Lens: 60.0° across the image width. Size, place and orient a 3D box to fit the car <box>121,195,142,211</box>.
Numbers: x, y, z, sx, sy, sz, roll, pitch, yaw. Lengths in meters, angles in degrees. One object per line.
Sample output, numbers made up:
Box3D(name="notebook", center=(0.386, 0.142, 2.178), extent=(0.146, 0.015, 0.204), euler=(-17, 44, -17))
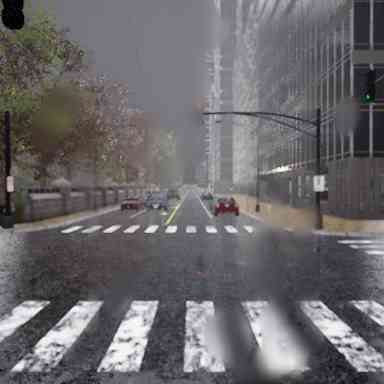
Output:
Box3D(name="car", center=(-5.775, 1.073, 32.431), extent=(1.887, 1.381, 4.507), euler=(0, 1, 0))

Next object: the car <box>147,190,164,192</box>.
Box3D(name="car", center=(-5.820, 0.594, 49.475), extent=(2.192, 1.841, 5.009), euler=(0, 1, 0))

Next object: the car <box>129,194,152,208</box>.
Box3D(name="car", center=(-5.790, 0.996, 38.113), extent=(2.008, 1.369, 4.403), euler=(0, 1, 0))

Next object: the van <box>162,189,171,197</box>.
Box3D(name="van", center=(-5.896, 0.176, 77.888), extent=(1.690, 1.788, 3.998), euler=(0, 1, 0))

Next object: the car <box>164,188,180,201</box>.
Box3D(name="car", center=(-3.177, 0.386, 57.248), extent=(2.150, 2.045, 5.566), euler=(0, 0, 0))

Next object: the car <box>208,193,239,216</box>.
Box3D(name="car", center=(2.622, 1.049, 26.775), extent=(1.967, 1.590, 4.097), euler=(0, 1, 0))

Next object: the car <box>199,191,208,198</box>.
Box3D(name="car", center=(2.498, 0.448, 72.393), extent=(1.752, 1.417, 4.829), euler=(0, 1, 0))

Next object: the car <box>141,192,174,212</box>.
Box3D(name="car", center=(-3.181, 1.029, 31.695), extent=(2.128, 1.511, 4.902), euler=(0, 1, 0))

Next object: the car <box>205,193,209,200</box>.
Box3D(name="car", center=(2.606, 1.092, 32.457), extent=(1.947, 1.339, 4.313), euler=(0, 1, 0))

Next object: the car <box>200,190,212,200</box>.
Box3D(name="car", center=(2.530, 0.545, 60.857), extent=(1.967, 1.590, 4.097), euler=(0, 1, 0))

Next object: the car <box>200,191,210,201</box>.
Box3D(name="car", center=(2.544, 0.758, 55.179), extent=(1.947, 1.339, 4.313), euler=(0, 1, 0))
